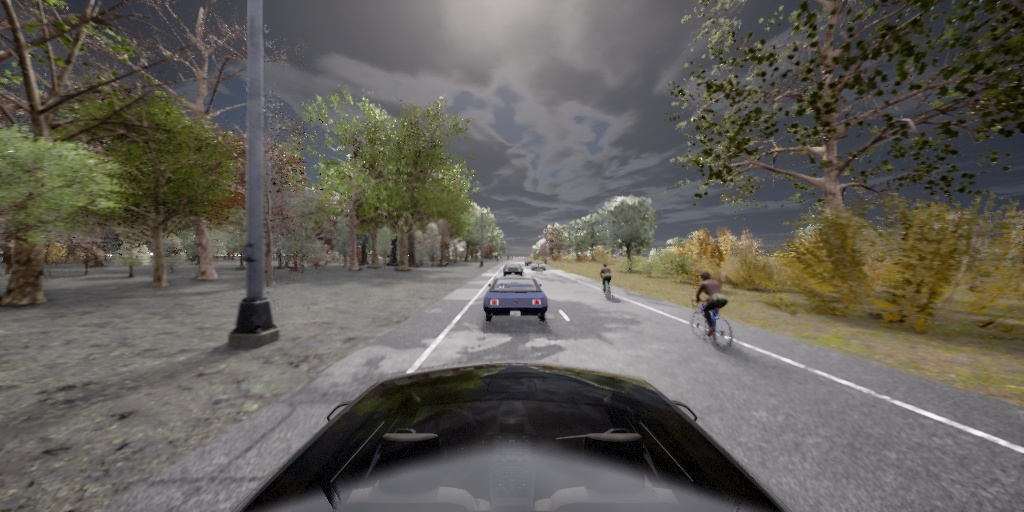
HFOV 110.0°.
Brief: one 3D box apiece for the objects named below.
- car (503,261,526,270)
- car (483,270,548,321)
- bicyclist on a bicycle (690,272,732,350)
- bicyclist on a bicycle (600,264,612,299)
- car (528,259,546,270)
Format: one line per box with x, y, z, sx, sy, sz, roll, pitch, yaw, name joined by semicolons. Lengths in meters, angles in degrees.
0.107;1.342;35.168;1.895;1.301;4.718;0;0;0;car
0.103;1.348;12.421;1.895;1.301;4.718;0;0;0;car
4.468;1.201;8.106;0.582;1.620;1.656;0;0;0;bicyclist on a bicycle
4.470;1.199;17.053;0.582;1.620;1.656;0;0;0;bicyclist on a bicycle
3.609;1.340;50.507;1.895;1.301;4.718;0;0;0;car
